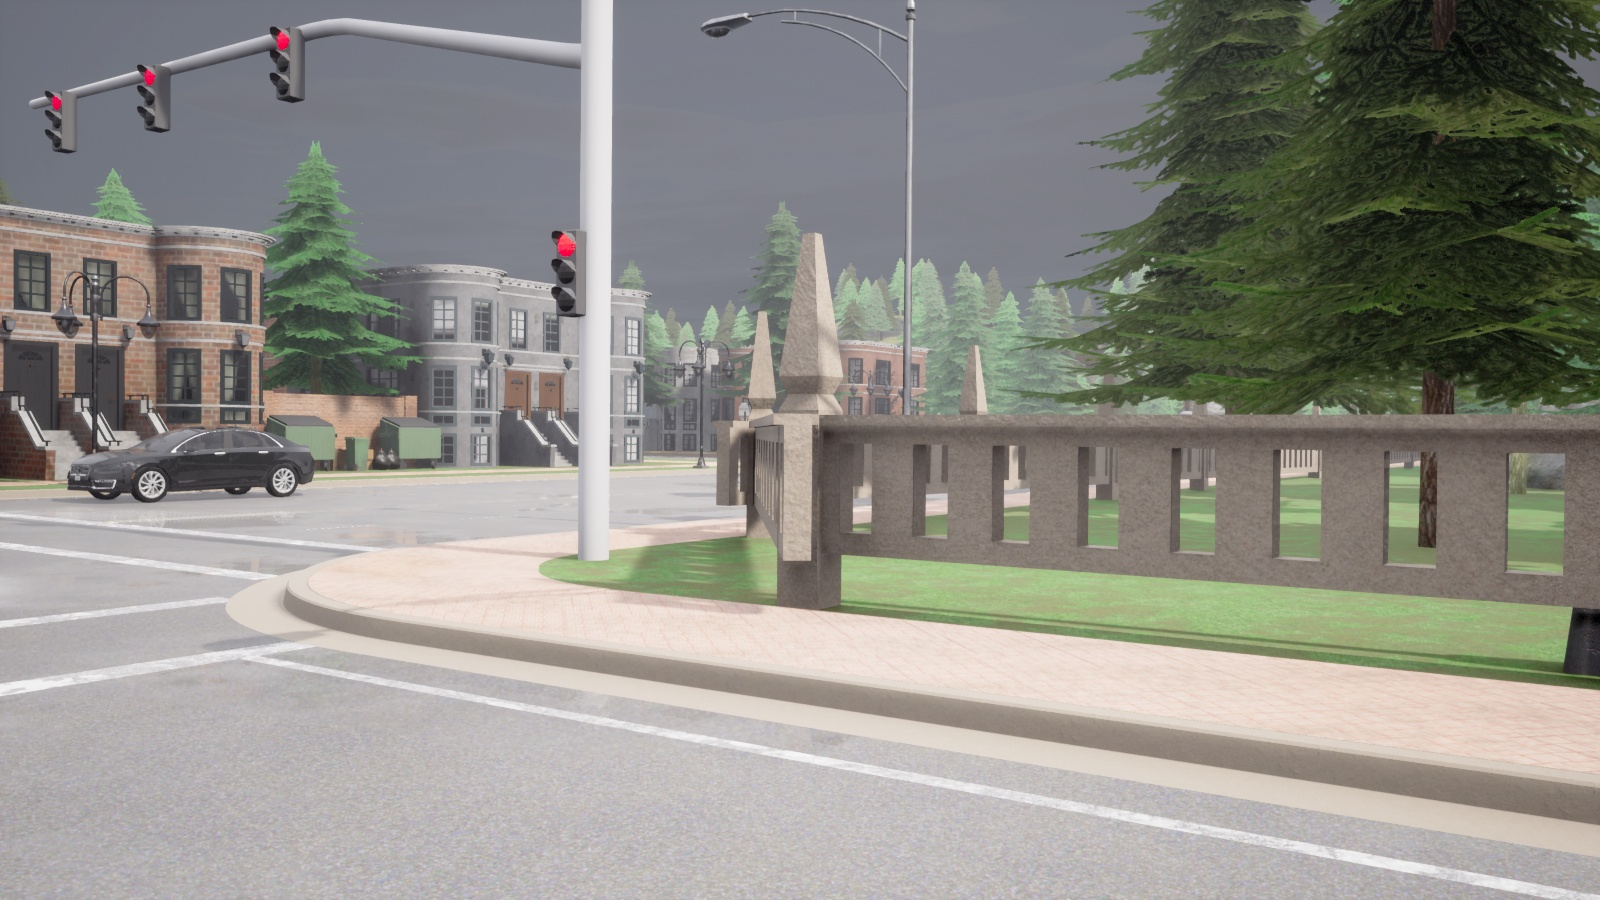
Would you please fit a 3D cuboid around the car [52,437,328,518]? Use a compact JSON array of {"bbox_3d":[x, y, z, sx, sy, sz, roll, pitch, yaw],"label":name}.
[{"bbox_3d":[-12.508,0.493,26.111,1.837,1.490,4.892,0,1,34],"label":"car"}]
